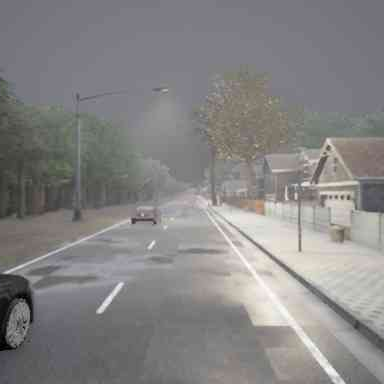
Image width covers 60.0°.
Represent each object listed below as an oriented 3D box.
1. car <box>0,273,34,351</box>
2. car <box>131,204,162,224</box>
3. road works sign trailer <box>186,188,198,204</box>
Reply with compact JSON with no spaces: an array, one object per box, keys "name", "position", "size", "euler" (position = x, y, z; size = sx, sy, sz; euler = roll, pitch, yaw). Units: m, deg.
[{"name":"car","position":[-3.400,1.505,3.334],"size":[2.128,1.511,4.902],"euler":[0,0,0]},{"name":"car","position":[-3.403,1.652,25.426],"size":[2.033,1.411,5.357],"euler":[0,0,0]},{"name":"road works sign trailer","position":[-0.009,0.806,70.159],"size":[2.380,3.560,2.880],"euler":[0,0,0]}]
